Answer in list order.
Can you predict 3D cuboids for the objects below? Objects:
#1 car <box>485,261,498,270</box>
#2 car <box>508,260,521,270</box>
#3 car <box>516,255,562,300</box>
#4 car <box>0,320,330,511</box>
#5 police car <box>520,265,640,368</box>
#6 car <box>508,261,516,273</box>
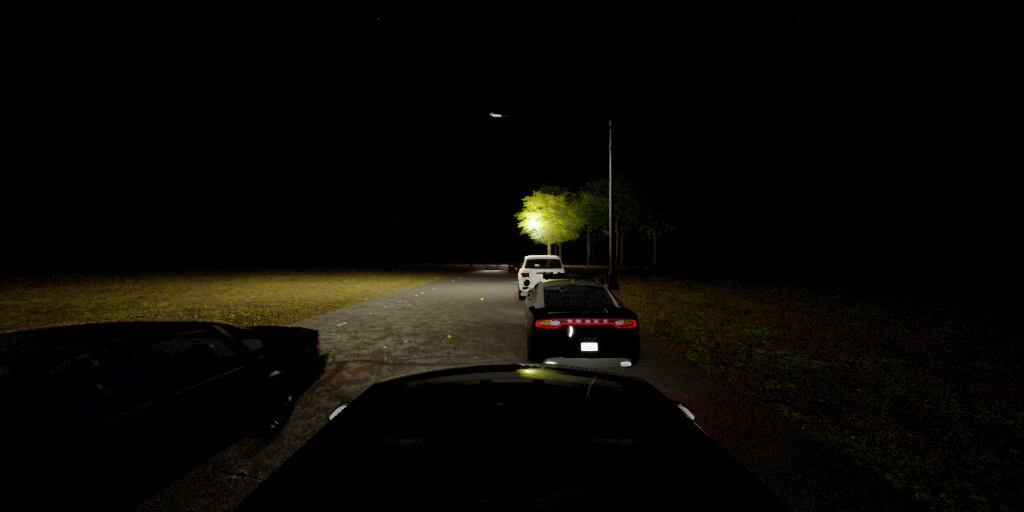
[{"bbox_3d":[-3.097,1.442,54.551,1.895,1.301,4.718,0,0,-1],"label":"car"},{"bbox_3d":[0.418,1.401,57.054,1.994,1.385,4.181,0,-1,-1],"label":"car"},{"bbox_3d":[1.409,0.987,17.960,2.150,2.045,5.566,0,0,1],"label":"car"},{"bbox_3d":[-3.551,1.298,2.714,2.033,1.411,5.357,0,0,1],"label":"car"},{"bbox_3d":[1.228,1.175,8.015,1.930,1.638,5.238,0,0,1],"label":"police car"},{"bbox_3d":[0.533,1.341,45.780,1.812,1.442,4.674,0,0,0],"label":"car"}]
